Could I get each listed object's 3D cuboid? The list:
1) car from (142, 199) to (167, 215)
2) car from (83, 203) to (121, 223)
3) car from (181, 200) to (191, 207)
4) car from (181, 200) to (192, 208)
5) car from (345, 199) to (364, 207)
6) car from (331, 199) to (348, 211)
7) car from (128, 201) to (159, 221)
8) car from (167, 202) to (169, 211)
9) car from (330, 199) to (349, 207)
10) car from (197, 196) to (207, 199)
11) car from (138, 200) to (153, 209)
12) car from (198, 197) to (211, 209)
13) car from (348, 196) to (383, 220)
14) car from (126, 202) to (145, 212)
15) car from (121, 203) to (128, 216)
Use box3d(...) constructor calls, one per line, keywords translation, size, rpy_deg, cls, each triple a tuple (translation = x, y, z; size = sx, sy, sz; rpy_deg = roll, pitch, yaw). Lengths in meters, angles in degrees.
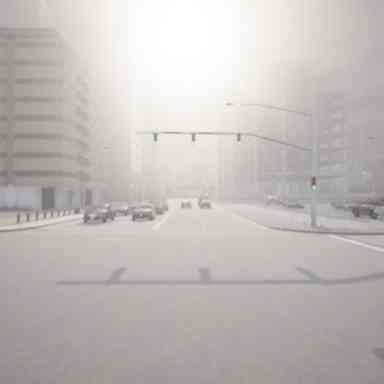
box3d(translation=(-4.577, 1.814, 40.849), size=(2.097, 1.767, 4.553), rpy_deg=(0, -1, -1), cls="car")
box3d(translation=(-8.000, 1.819, 29.086), size=(2.128, 1.511, 4.902), rpy_deg=(0, -1, 0), cls="car")
box3d(translation=(-1.168, 2.327, 69.442), size=(2.033, 1.411, 5.357), rpy_deg=(0, -1, 0), cls="car")
box3d(translation=(-1.008, 2.169, 59.951), size=(2.128, 1.511, 4.902), rpy_deg=(0, -1, 0), cls="car")
box3d(translation=(30.799, 2.092, 63.154), size=(1.784, 1.438, 3.905), rpy_deg=(0, -1, 0), cls="car")
box3d(translation=(22.183, 1.949, 48.026), size=(1.970, 1.475, 3.806), rpy_deg=(0, -1, 0), cls="car")
box3d(translation=(-4.518, 1.863, 31.704), size=(1.837, 1.490, 4.892), rpy_deg=(0, -1, 0), cls="car")
box3d(translation=(-4.630, 1.926, 50.765), size=(2.097, 1.767, 4.553), rpy_deg=(0, -1, 0), cls="car")
box3d(translation=(27.904, 2.123, 63.145), size=(1.970, 1.475, 3.806), rpy_deg=(0, -1, 0), cls="car")
box3d(translation=(2.330, 1.838, 69.298), size=(2.150, 2.045, 5.566), rpy_deg=(0, -1, 0), cls="car")
box3d(translation=(-8.146, 2.136, 58.352), size=(1.882, 1.535, 5.008), rpy_deg=(0, -1, 0), cls="car")
box3d(translation=(2.396, 2.153, 59.489), size=(1.882, 1.535, 5.008), rpy_deg=(0, -1, 0), cls="car")
box3d(translation=(16.638, 1.508, 30.599), size=(1.932, 1.855, 4.605), rpy_deg=(0, -1, 0), cls="car")
box3d(translation=(-8.124, 2.108, 48.228), size=(1.994, 1.385, 4.181), rpy_deg=(0, -1, -1), cls="car")
box3d(translation=(-8.054, 1.957, 38.234), size=(1.812, 1.442, 4.674), rpy_deg=(0, -1, 0), cls="car")
